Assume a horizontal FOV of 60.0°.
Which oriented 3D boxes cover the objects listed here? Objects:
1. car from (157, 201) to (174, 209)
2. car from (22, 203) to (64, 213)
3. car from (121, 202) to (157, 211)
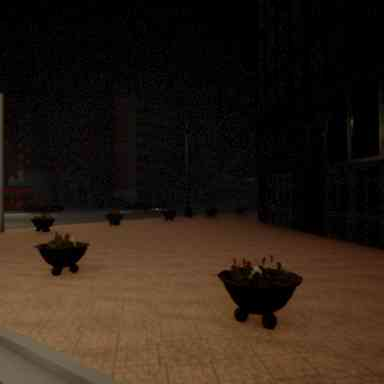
[{"bbox_3d":[-5.205,2.365,61.027,1.994,1.385,4.181,0,-1,36],"label":"car"},{"bbox_3d":[-18.830,2.047,42.095,1.895,1.301,4.718,0,-1,35],"label":"car"},{"bbox_3d":[-8.234,2.178,50.885,2.033,1.411,5.357,0,-1,36],"label":"car"}]
